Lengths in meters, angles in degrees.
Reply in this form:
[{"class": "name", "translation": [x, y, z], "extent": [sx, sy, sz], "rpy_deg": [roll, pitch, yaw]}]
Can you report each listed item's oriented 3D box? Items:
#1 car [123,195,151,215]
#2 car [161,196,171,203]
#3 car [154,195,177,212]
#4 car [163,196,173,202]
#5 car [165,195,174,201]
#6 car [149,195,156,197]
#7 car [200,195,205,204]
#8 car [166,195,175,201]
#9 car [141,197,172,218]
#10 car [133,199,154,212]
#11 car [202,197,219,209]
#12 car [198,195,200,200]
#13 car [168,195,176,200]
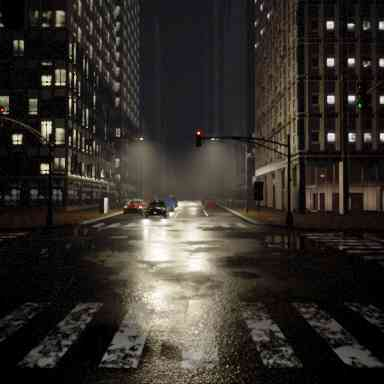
[{"class": "car", "translation": [-5.688, 1.452, 33.737], "extent": [1.967, 1.590, 4.097], "rpy_deg": [1, 0, 0]}, {"class": "car", "translation": [-5.706, 1.571, 72.763], "extent": [1.887, 1.381, 4.507], "rpy_deg": [1, 0, 0]}, {"class": "car", "translation": [-3.114, 1.492, 39.826], "extent": [1.882, 1.535, 5.008], "rpy_deg": [0, 0, 0]}, {"class": "car", "translation": [-5.708, 1.580, 78.338], "extent": [2.008, 1.369, 4.403], "rpy_deg": [1, 0, 0]}, {"class": "car", "translation": [-5.711, 1.576, 83.913], "extent": [1.887, 1.381, 4.507], "rpy_deg": [1, 0, 0]}, {"class": "car", "translation": [-5.690, 1.331, 44.888], "extent": [2.192, 1.841, 5.009], "rpy_deg": [1, 0, 0]}, {"class": "car", "translation": [2.682, 1.546, 56.278], "extent": [1.752, 1.417, 4.829], "rpy_deg": [1, 0, 0]}, {"class": "car", "translation": [-5.713, 1.585, 89.489], "extent": [2.008, 1.369, 4.403], "rpy_deg": [1, 0, 0]}, {"class": "car", "translation": [-3.111, 1.515, 30.320], "extent": [1.837, 1.490, 4.892], "rpy_deg": [0, 0, 0]}, {"class": "car", "translation": [-5.693, 1.596, 39.312], "extent": [1.802, 1.307, 4.206], "rpy_deg": [1, 0, 0]}, {"class": "car", "translation": [2.684, 1.598, 44.953], "extent": [1.802, 1.307, 4.206], "rpy_deg": [1, 0, 0]}, {"class": "car", "translation": [2.678, 1.588, 61.686], "extent": [1.947, 1.339, 4.313], "rpy_deg": [1, 0, 0]}, {"class": "car", "translation": [-5.716, 1.602, 95.064], "extent": [1.947, 1.339, 4.313], "rpy_deg": [1, 0, 0]}]
